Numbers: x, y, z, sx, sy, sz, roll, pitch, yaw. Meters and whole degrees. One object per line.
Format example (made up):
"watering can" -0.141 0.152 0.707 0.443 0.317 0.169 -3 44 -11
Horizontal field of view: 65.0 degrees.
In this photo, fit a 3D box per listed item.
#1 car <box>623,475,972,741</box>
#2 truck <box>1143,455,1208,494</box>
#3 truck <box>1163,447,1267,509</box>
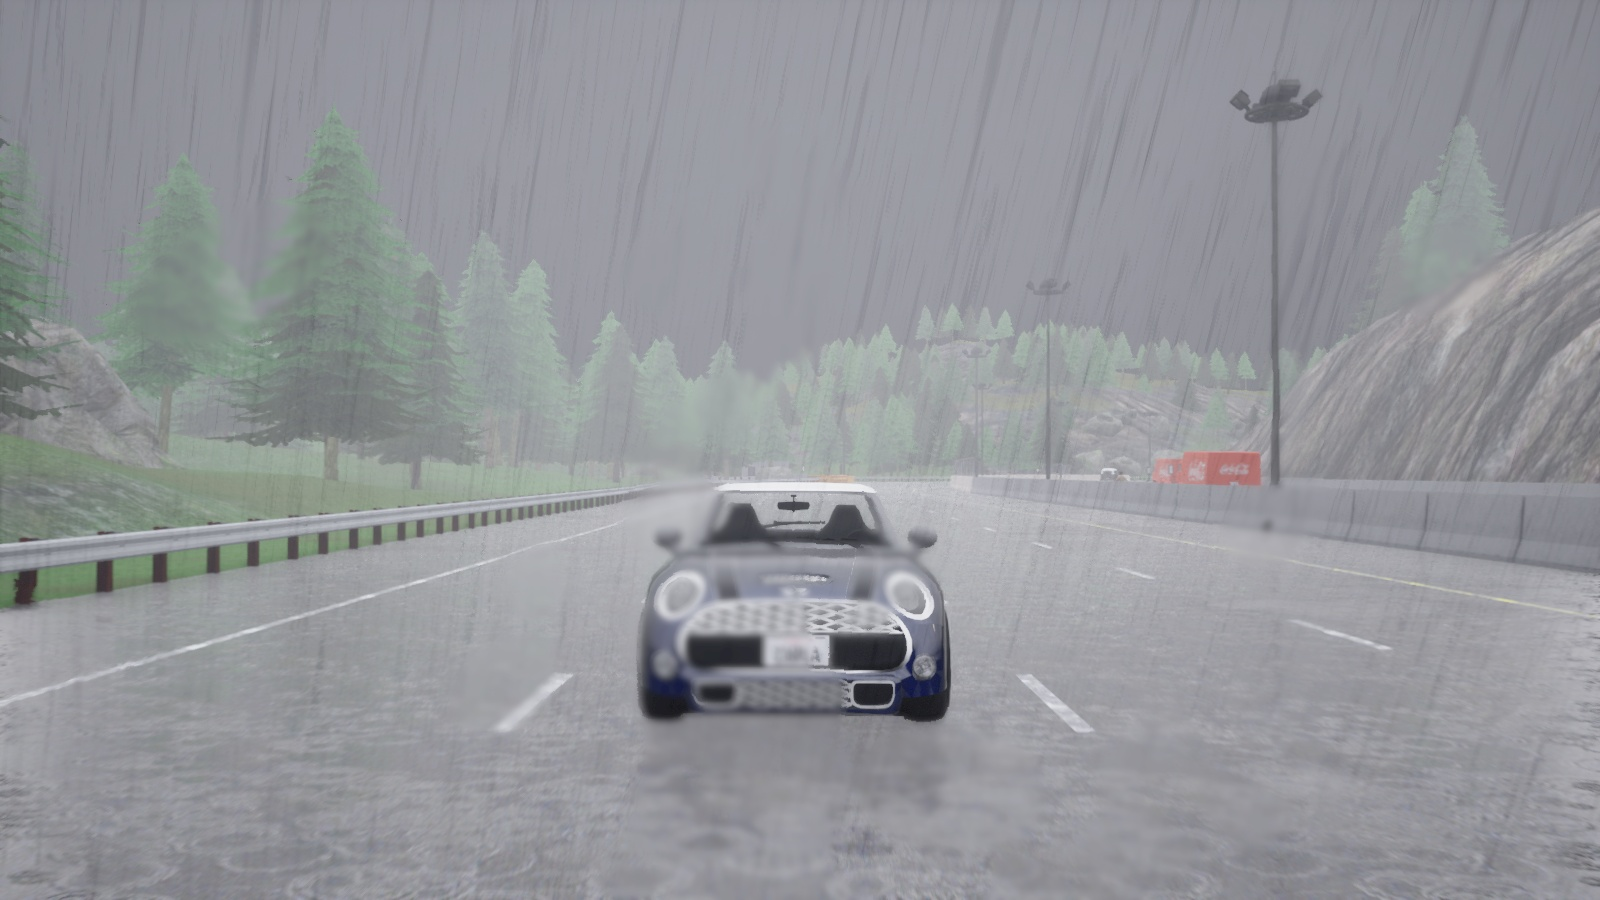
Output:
"car" -0.022 0.931 9.010 1.970 1.475 3.806 0 -1 0
"truck" 24.301 1.594 81.438 2.627 2.467 5.204 0 -1 0
"truck" 17.370 1.152 52.904 2.627 2.467 5.204 0 0 0
